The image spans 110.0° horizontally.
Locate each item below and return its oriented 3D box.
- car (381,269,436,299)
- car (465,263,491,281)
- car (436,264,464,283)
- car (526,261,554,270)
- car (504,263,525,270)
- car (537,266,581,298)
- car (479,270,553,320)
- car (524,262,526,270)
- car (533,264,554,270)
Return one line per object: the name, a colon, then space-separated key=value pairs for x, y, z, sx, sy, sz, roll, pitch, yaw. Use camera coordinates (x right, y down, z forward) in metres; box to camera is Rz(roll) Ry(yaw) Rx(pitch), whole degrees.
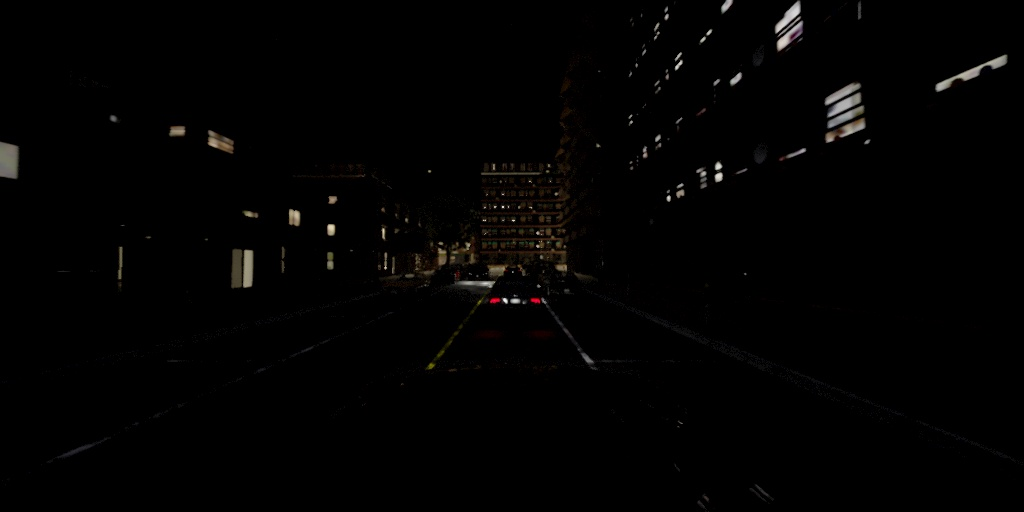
car: x=-5.660 y=1.456 z=19.558 sx=1.751 sy=1.417 sz=4.829 roll=0 pitch=0 yaw=0
car: x=-3.101 y=1.586 z=34.651 sx=1.837 sy=1.490 sz=4.892 roll=0 pitch=-1 yaw=0
car: x=-5.663 y=1.485 z=31.100 sx=1.967 sy=1.591 sz=4.097 roll=0 pitch=0 yaw=0
car: x=2.685 y=1.360 z=31.161 sx=2.192 sy=1.841 sz=5.009 roll=0 pitch=0 yaw=0
car: x=0.091 y=1.706 z=40.559 sx=1.994 sy=1.385 sz=4.181 roll=0 pitch=-1 yaw=0
car: x=2.688 y=1.481 z=19.788 sx=2.007 sy=1.370 sz=4.403 roll=0 pitch=0 yaw=0
car: x=0.099 y=1.412 z=13.194 sx=2.033 sy=1.411 sz=5.357 roll=0 pitch=-1 yaw=0
car: x=2.681 y=1.787 z=48.220 sx=1.948 sy=1.339 sz=4.313 roll=0 pitch=0 yaw=0
car: x=2.686 y=1.513 z=25.644 sx=1.751 sy=1.417 sz=4.829 roll=0 pitch=0 yaw=0
